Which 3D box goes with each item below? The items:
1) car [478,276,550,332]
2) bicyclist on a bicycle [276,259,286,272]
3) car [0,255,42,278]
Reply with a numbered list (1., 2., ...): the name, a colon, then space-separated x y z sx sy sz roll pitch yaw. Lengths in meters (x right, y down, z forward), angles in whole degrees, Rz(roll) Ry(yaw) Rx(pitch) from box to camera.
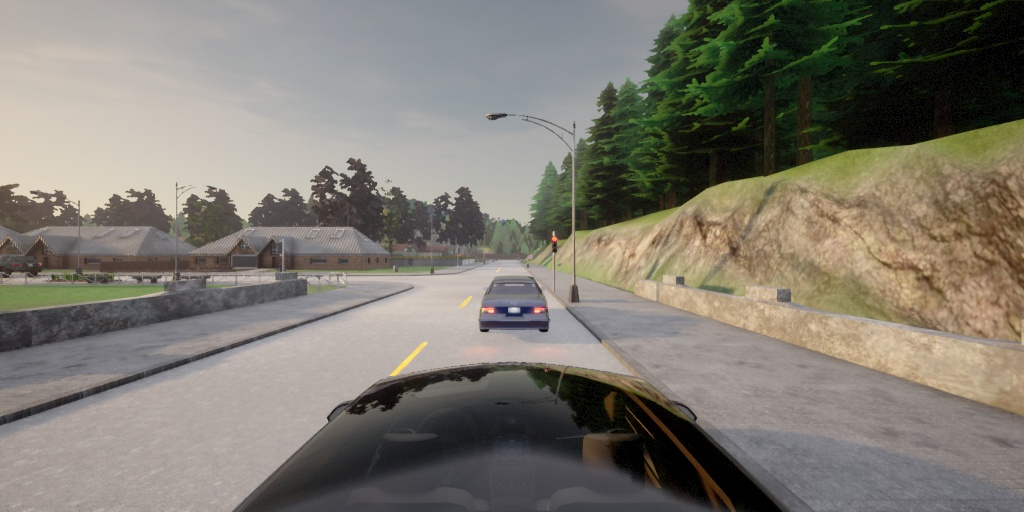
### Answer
1. car: 0.063 1.297 10.791 2.033 1.411 5.357 0 0 0
2. bicyclist on a bicycle: -24.162 1.099 37.572 0.582 1.620 1.656 0 0 0
3. car: -47.375 0.971 33.322 5.566 2.045 2.150 0 0 1
